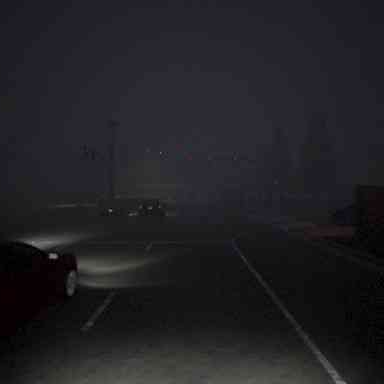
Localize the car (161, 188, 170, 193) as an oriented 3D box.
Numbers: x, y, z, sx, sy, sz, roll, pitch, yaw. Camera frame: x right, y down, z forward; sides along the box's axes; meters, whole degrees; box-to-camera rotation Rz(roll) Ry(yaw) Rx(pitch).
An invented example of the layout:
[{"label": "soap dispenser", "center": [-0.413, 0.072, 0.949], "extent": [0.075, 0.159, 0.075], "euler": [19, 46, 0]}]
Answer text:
[{"label": "car", "center": [-7.161, -0.029, 88.020], "extent": [2.150, 2.045, 5.566], "euler": [0, 7, 0]}]

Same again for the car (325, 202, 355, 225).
[{"label": "car", "center": [11.951, 1.476, 23.152], "extent": [5.008, 1.535, 1.882], "euler": [0, 0, 0]}]

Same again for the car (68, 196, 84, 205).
[{"label": "car", "center": [-21.036, 1.487, 60.877], "extent": [2.128, 1.511, 4.902], "euler": [0, 0, 0]}]

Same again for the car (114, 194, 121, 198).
[{"label": "car", "center": [-17.596, 1.142, 76.365], "extent": [1.812, 1.442, 4.674], "euler": [0, 2, 0]}]

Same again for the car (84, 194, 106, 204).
[{"label": "car", "center": [-17.539, 1.345, 60.969], "extent": [2.097, 1.767, 4.553], "euler": [0, 0, 0]}]

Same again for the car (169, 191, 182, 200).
[{"label": "car", "center": [-3.605, 0.895, 77.986], "extent": [2.097, 1.767, 4.553], "euler": [0, 3, 0]}]

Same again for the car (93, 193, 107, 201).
[{"label": "car", "center": [-21.096, 1.146, 76.299], "extent": [1.812, 1.442, 4.674], "euler": [0, 2, 0]}]

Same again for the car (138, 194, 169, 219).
[{"label": "car", "center": [-3.407, 1.349, 29.297], "extent": [2.097, 1.767, 4.553], "euler": [0, 0, 0]}]

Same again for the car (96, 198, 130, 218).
[{"label": "car", "center": [-6.905, 1.560, 30.228], "extent": [1.994, 1.385, 4.181], "euler": [0, 0, 0]}]

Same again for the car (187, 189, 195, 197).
[{"label": "car", "center": [-0.161, 0.287, 88.065], "extent": [2.033, 1.411, 5.357], "euler": [0, 7, 0]}]

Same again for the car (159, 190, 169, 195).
[{"label": "car", "center": [-7.105, 1.016, 78.004], "extent": [1.882, 1.535, 5.008], "euler": [0, 3, 0]}]

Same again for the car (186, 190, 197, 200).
[{"label": "car", "center": [-0.103, 0.786, 77.642], "extent": [2.150, 2.045, 5.566], "euler": [0, 3, 0]}]

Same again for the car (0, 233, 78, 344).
[{"label": "car", "center": [-3.437, 1.477, 5.323], "extent": [1.882, 1.535, 5.008], "euler": [0, 0, 0]}]

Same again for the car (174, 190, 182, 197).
[{"label": "car", "center": [-3.661, 0.338, 88.082], "extent": [1.895, 1.301, 4.718], "euler": [0, 7, 0]}]
